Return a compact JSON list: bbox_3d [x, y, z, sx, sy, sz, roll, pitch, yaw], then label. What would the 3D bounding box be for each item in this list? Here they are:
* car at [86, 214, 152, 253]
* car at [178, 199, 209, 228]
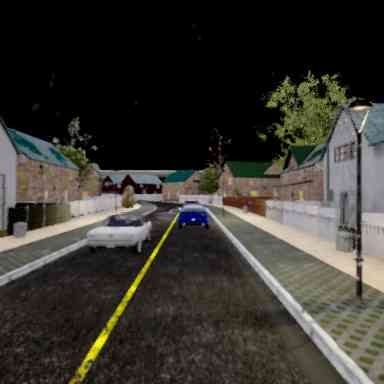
[{"bbox_3d":[-2.857,1.614,13.921,1.895,1.301,4.718,0,0,0],"label":"car"},{"bbox_3d":[0.088,1.497,22.371,1.882,1.535,5.008,0,0,0],"label":"car"}]
